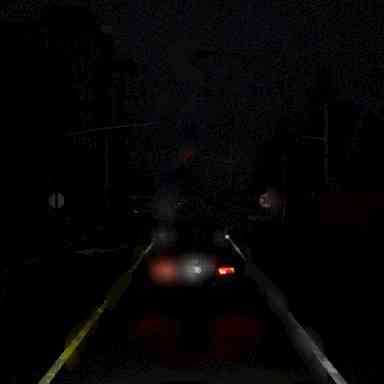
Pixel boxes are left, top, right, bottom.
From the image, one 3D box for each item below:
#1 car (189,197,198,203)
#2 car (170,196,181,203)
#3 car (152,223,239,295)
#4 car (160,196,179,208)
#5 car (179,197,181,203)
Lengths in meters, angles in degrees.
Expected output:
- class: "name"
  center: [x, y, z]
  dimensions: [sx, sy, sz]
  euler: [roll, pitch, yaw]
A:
- class: "car"
  center: [0.251, 1.601, 69.621]
  dimensions: [1.895, 1.301, 4.718]
  euler: [0, 0, 0]
- class: "car"
  center: [-3.352, 1.547, 68.862]
  dimensions: [2.033, 1.411, 5.357]
  euler: [0, 0, 0]
- class: "car"
  center: [0.078, 1.547, 8.849]
  dimensions: [2.033, 1.411, 5.357]
  euler: [0, 0, 0]
- class: "car"
  center: [-3.491, 1.491, 48.279]
  dimensions: [2.128, 1.511, 4.902]
  euler: [0, 0, 0]
- class: "car"
  center: [-3.453, 1.601, 58.215]
  dimensions: [1.895, 1.301, 4.718]
  euler: [0, 0, 0]
